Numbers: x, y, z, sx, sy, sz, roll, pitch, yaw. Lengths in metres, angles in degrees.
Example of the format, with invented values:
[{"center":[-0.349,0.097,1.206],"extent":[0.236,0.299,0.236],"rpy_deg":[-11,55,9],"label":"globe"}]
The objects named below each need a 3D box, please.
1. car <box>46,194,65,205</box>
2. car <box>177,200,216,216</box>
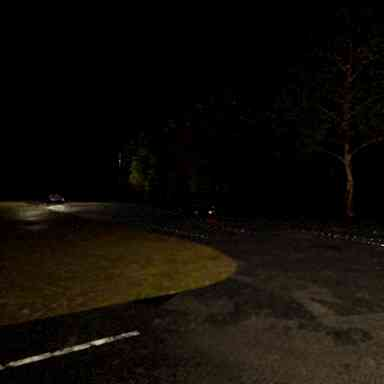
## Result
[{"center":[-22.071,1.170,53.768],"extent":[2.097,1.767,4.553],"rpy_deg":[1,0,-33],"label":"car"},{"center":[0.365,1.613,33.120],"extent":[1.837,1.490,4.892],"rpy_deg":[1,0,-34],"label":"car"}]
